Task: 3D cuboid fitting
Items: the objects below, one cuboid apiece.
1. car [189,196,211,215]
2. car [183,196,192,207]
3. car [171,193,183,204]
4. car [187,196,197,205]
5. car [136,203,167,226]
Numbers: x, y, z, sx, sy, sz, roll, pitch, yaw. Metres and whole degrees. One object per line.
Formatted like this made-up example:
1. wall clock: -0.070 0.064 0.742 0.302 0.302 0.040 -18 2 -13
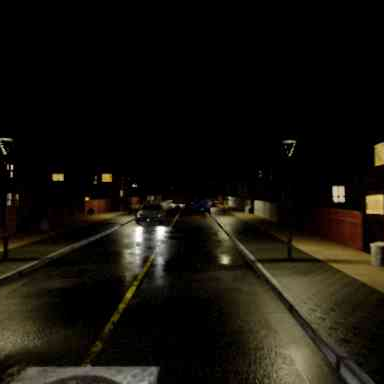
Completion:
1. car: 0.940 1.524 34.204 1.882 1.535 5.008 0 0 0
2. car: -0.034 1.635 51.961 1.994 1.385 4.181 0 0 0
3. car: -2.803 1.314 65.362 2.150 2.045 5.566 0 0 0
4. car: -0.042 1.597 64.483 1.837 1.490 4.892 0 0 0
5. car: -2.864 1.558 24.078 1.812 1.442 4.674 0 0 0
